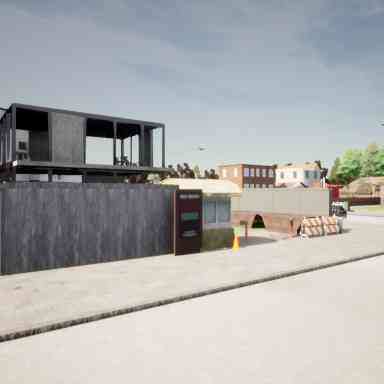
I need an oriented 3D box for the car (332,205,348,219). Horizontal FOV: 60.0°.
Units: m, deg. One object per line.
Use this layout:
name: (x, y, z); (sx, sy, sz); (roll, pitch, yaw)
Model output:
car: (10.634, 1.352, 28.012); (2.097, 1.767, 4.553); (0, 0, -36)
